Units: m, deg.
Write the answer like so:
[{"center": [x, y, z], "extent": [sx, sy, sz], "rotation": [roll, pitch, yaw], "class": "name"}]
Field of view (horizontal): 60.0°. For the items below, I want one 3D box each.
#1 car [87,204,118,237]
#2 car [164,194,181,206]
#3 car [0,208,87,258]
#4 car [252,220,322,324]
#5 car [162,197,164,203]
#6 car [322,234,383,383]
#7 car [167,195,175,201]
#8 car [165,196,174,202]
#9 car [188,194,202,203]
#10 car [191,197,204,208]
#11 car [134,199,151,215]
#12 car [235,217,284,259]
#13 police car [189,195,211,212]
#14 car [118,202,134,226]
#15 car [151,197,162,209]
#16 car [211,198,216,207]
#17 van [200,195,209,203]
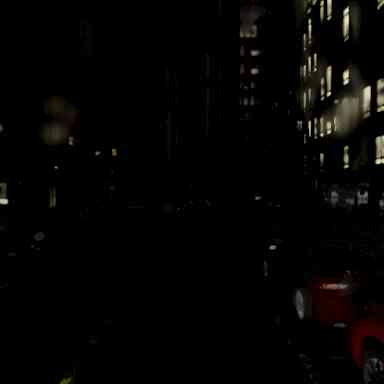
[{"center": [-5.692, 1.574, 18.043], "extent": [2.008, 1.369, 4.403], "rotation": [0, 0, 0], "class": "car"}, {"center": [-3.048, 1.323, 57.795], "extent": [2.150, 2.045, 5.566], "rotation": [0, 0, 1], "class": "car"}, {"center": [-5.693, 1.455, 12.521], "extent": [1.967, 1.590, 4.097], "rotation": [0, 0, 0], "class": "car"}, {"center": [2.687, 1.553, 6.997], "extent": [1.887, 1.381, 4.507], "rotation": [0, 0, 0], "class": "car"}, {"center": [-5.689, 1.676, 67.761], "extent": [2.008, 1.369, 4.403], "rotation": [0, 0, 0], "class": "car"}, {"center": [2.686, 1.317, 1.474], "extent": [2.192, 1.841, 5.009], "rotation": [0, 0, 0], "class": "car"}, {"center": [-5.687, 1.624, 89.857], "extent": [1.967, 1.590, 4.097], "rotation": [0, 0, 0], "class": "car"}, {"center": [-5.687, 1.735, 84.332], "extent": [1.947, 1.339, 4.313], "rotation": [0, 0, 0], "class": "car"}, {"center": [0.905, 1.323, 56.239], "extent": [2.150, 2.045, 5.566], "rotation": [0, 0, 0], "class": "car"}, {"center": [0.781, 1.590, 50.208], "extent": [1.837, 1.490, 4.892], "rotation": [0, 0, 0], "class": "car"}, {"center": [-5.691, 1.578, 34.445], "extent": [1.752, 1.417, 4.829], "rotation": [0, 0, 0], "class": "car"}, {"center": [2.688, 1.582, 12.522], "extent": [1.947, 1.339, 4.313], "rotation": [0, 0, 0], "class": "car"}, {"center": [0.903, 1.490, 40.319], "extent": [1.930, 1.638, 5.238], "rotation": [0, 0, 0], "class": "police car"}, {"center": [-5.692, 1.583, 23.568], "extent": [2.008, 1.369, 4.403], "rotation": [0, 0, 0], "class": "car"}, {"center": [-5.690, 1.626, 45.665], "extent": [2.008, 1.369, 4.403], "rotation": [0, 0, 0], "class": "car"}, {"center": [2.691, 1.638, 51.190], "extent": [2.008, 1.369, 4.403], "rotation": [0, 0, 0], "class": "car"}, {"center": [2.690, 1.481, 73.288], "extent": [1.690, 1.788, 3.998], "rotation": [0, 0, 0], "class": "van"}]
